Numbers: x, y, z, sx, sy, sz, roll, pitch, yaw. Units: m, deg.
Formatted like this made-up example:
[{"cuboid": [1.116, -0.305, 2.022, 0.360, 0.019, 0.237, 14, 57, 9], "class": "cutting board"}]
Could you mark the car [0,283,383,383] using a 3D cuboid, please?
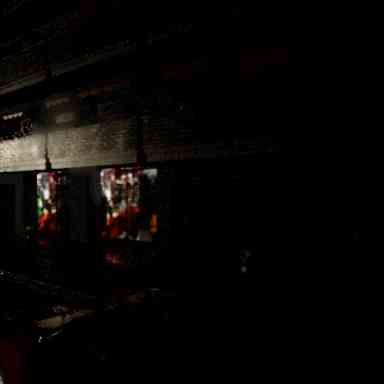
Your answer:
[{"cuboid": [-0.351, 1.579, 3.123, 4.206, 1.307, 1.802, 0, 0, 35], "class": "car"}]
